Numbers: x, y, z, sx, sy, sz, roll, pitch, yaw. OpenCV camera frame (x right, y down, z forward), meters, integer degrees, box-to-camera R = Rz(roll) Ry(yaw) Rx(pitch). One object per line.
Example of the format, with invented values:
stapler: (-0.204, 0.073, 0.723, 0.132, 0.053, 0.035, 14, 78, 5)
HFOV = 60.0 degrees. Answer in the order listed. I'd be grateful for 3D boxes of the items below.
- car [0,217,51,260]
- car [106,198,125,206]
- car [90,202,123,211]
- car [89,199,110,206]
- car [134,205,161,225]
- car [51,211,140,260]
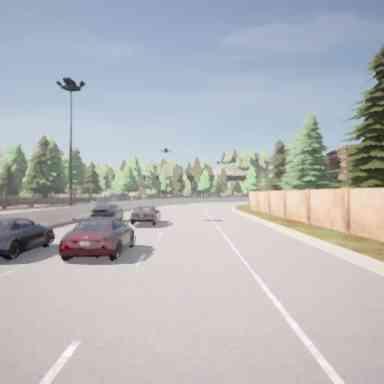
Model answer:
car: (-6.952, 1.647, 12.727, 1.994, 1.385, 4.181, 0, 0, 1)
car: (-14.775, 1.938, 64.330, 1.812, 1.442, 4.674, 0, 0, 13)
car: (-6.952, 1.683, 27.531, 1.837, 1.490, 4.892, 0, 0, 0)
car: (-18.155, 2.016, 65.342, 1.895, 1.301, 4.718, 0, 0, 13)
car: (-3.471, 1.711, 25.370, 2.033, 1.411, 5.357, 0, 0, 0)
car: (-3.451, 1.647, 12.770, 1.994, 1.385, 4.181, 0, 0, 0)
